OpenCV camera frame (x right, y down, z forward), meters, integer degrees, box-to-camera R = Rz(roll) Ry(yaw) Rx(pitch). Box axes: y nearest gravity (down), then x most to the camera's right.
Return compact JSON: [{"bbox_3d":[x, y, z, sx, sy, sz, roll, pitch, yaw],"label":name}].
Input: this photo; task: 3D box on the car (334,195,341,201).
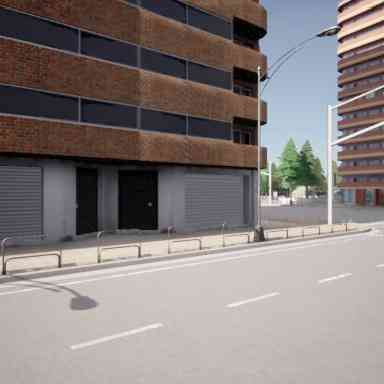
[{"bbox_3d":[37.501,1.469,82.588,4.674,1.442,1.812,0,0,-20],"label":"car"}]
